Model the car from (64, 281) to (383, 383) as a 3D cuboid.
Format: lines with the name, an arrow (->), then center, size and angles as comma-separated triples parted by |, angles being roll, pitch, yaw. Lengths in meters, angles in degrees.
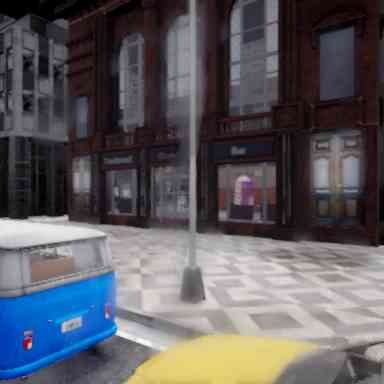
car -> 1.506, 1.525, 1.885 | 4.829, 1.417, 1.752 | 0, 0, 36

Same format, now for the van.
van -> -2.944, 1.353, 5.060 | 3.998, 1.788, 1.690 | 0, 0, 36
